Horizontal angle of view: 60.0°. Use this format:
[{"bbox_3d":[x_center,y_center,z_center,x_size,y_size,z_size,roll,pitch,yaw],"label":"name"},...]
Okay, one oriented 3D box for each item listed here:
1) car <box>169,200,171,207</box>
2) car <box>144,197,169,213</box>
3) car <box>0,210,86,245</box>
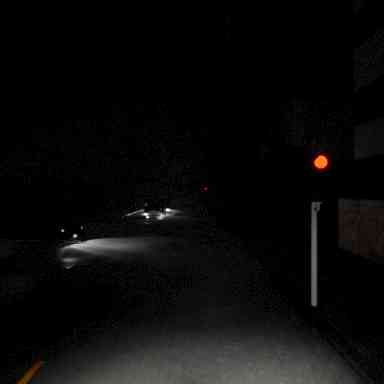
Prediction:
[{"bbox_3d":[-4.103,1.601,47.674,1.895,1.301,4.718,0,0,0],"label":"car"},{"bbox_3d":[-4.117,1.352,37.612,2.097,1.767,4.553,0,0,0],"label":"car"},{"bbox_3d":[-7.699,1.547,15.332,5.357,1.411,2.033,0,0,15],"label":"car"}]
